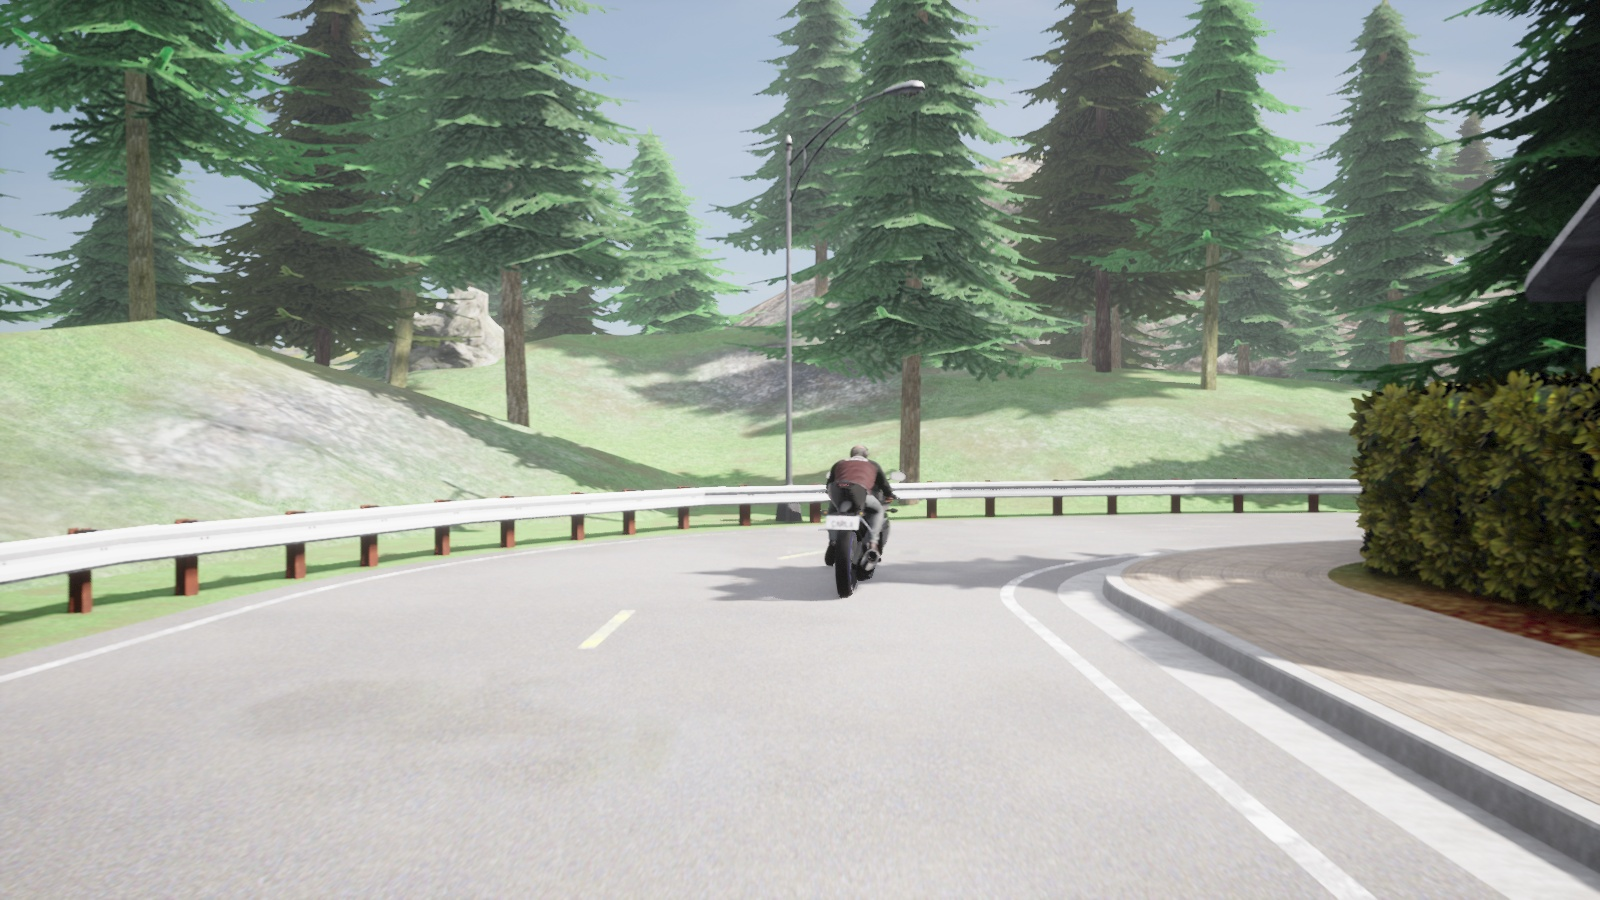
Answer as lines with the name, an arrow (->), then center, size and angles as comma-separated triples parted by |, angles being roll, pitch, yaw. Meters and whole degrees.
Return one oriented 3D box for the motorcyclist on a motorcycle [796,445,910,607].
motorcyclist on a motorcycle -> 0.606, 0.723, 13.194 | 0.866, 1.530, 2.191 | 1, 1, 11
